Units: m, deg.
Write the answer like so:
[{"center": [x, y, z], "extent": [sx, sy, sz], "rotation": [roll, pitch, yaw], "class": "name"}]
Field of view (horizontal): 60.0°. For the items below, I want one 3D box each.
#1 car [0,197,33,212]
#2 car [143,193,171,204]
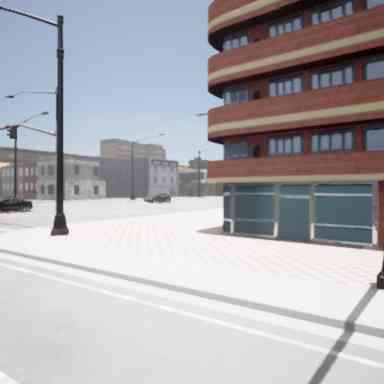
[{"center": [-18.001, 1.252, 31.976], "extent": [1.882, 1.535, 5.008], "rotation": [0, 1, 37], "class": "car"}, {"center": [-5.108, 0.940, 49.338], "extent": [1.837, 1.490, 4.892], "rotation": [0, 1, 37], "class": "car"}]
